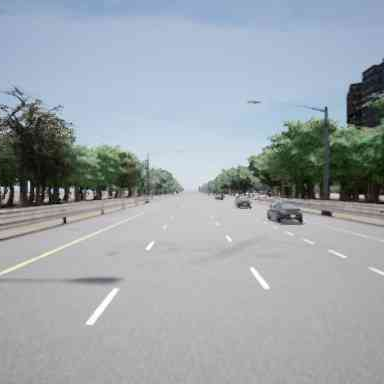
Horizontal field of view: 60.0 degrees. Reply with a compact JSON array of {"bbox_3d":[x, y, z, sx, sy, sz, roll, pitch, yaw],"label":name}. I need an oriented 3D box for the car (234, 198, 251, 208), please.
[{"bbox_3d":[7.085,1.509,46.794,1.812,1.442,4.674,0,0,0],"label":"car"}]

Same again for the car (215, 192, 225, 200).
[{"bbox_3d":[7.221,1.500,90.833,2.033,1.411,5.357,0,0,2],"label":"car"}]

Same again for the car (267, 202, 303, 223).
[{"bbox_3d":[7.032,1.525,25.408,1.812,1.442,4.674,0,0,0],"label":"car"}]
